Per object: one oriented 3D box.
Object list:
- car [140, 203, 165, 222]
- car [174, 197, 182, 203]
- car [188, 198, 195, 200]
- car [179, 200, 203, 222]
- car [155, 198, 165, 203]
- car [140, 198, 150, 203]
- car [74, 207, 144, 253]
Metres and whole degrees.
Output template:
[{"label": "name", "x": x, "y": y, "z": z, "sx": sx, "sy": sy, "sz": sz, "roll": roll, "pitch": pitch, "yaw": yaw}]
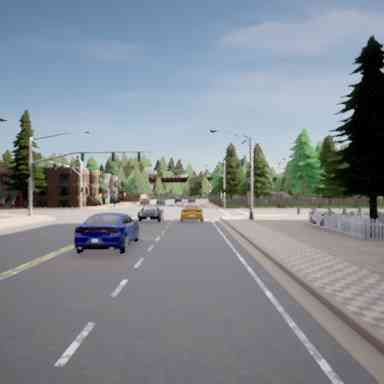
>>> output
[{"label": "car", "x": -3.516, "y": 1.875, "z": 29.110, "sx": 1.895, "sy": 1.301, "sz": 4.718, "roll": 0, "pitch": 0, "yaw": 0}, {"label": "car", "x": -3.553, "y": 2.160, "z": 86.256, "sx": 1.837, "sy": 1.490, "sz": 4.892, "roll": 0, "pitch": -1, "yaw": 0}, {"label": "car", "x": -0.053, "y": 2.185, "z": 86.258, "sx": 2.128, "sy": 1.511, "sz": 4.902, "roll": 0, "pitch": -1, "yaw": 0}, {"label": "car", "x": -0.012, "y": 1.756, "z": 29.482, "sx": 1.882, "sy": 1.535, "sz": 5.008, "roll": 0, "pitch": 0, "yaw": 0}, {"label": "car", "x": -7.046, "y": 2.199, "z": 74.681, "sx": 1.837, "sy": 1.490, "sz": 4.892, "roll": 0, "pitch": -1, "yaw": 0}, {"label": "car", "x": -10.546, "y": 2.199, "z": 74.683, "sx": 1.837, "sy": 1.490, "sz": 4.892, "roll": 0, "pitch": -1, "yaw": 0}, {"label": "car", "x": -3.505, "y": 1.615, "z": 14.476, "sx": 1.882, "sy": 1.535, "sz": 5.008, "roll": 0, "pitch": 0, "yaw": 0}]
